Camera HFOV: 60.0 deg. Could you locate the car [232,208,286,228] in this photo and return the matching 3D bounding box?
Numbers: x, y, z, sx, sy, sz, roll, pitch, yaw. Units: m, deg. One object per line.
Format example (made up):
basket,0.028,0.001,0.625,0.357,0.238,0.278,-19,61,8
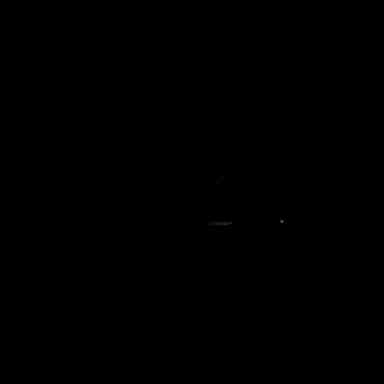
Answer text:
car,5.118,1.947,25.797,1.812,1.442,4.674,1,-1,-36
